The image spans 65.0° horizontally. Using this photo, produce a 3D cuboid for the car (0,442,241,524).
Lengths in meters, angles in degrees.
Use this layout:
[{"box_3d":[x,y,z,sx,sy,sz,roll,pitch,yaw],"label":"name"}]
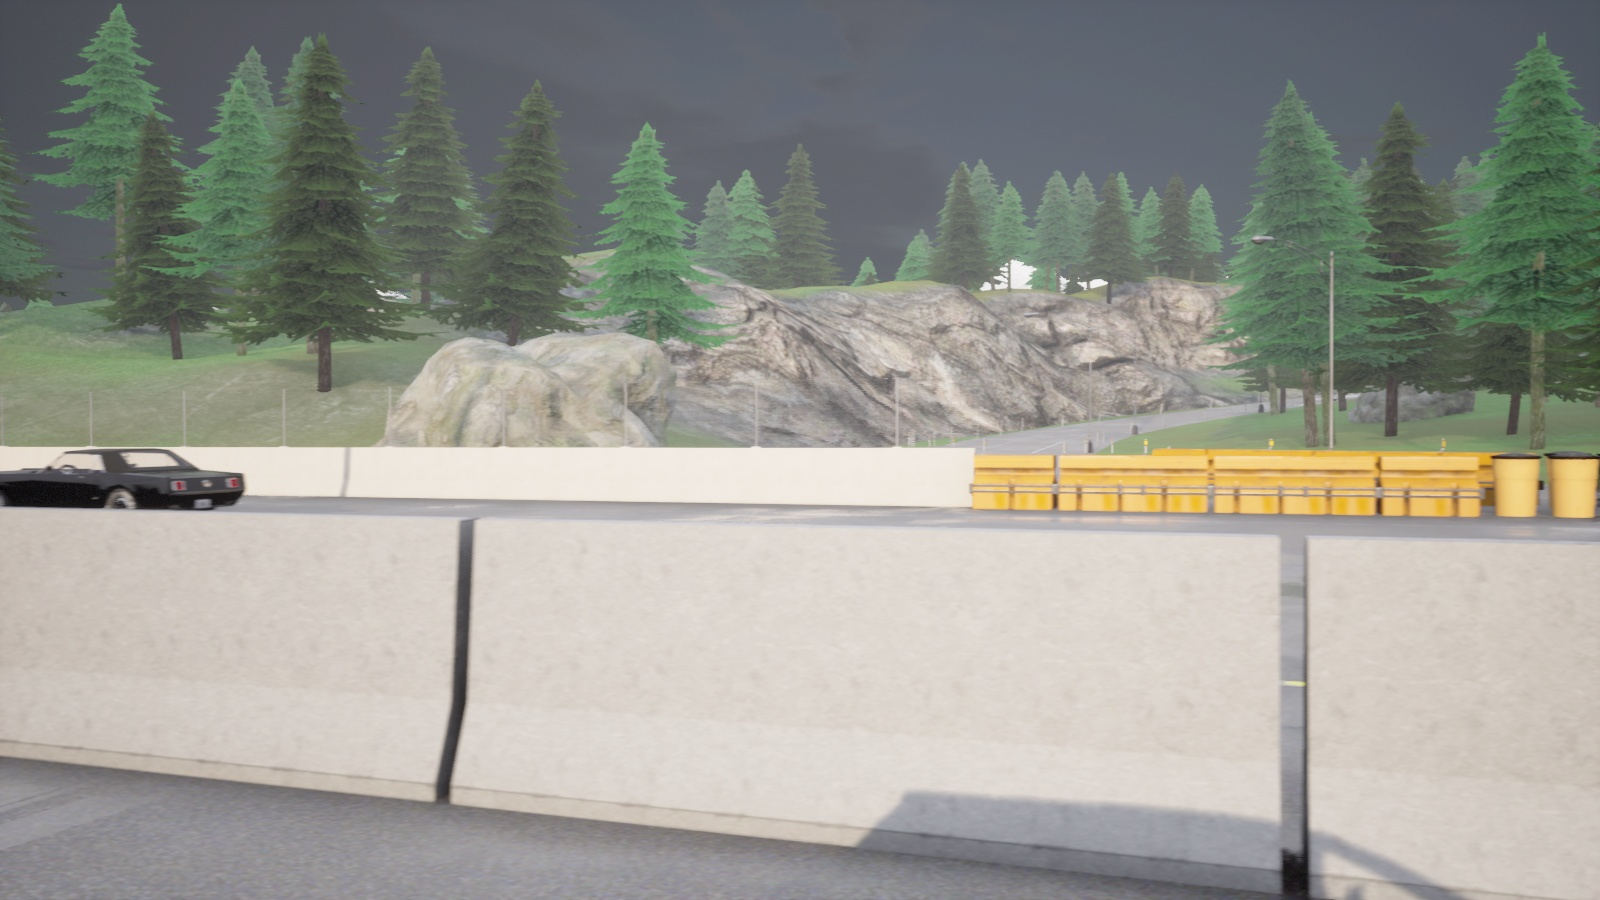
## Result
[{"box_3d":[-12.465,0.525,22.158,4.718,1.301,1.895,1,1,19],"label":"car"}]
